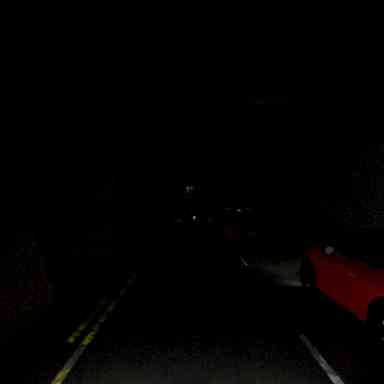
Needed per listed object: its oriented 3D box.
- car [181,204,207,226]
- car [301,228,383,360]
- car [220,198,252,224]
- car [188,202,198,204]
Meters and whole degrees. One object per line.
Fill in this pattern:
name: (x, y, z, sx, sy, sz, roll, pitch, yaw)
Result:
car: (0.135, 1.857, 26.101, 1.994, 1.385, 4.181, 0, -1, -1)
car: (3.605, 1.421, 6.016, 2.097, 1.767, 4.553, 0, -1, 0)
car: (3.628, 1.539, 28.216, 2.150, 2.045, 5.566, 0, -1, 0)
car: (0.136, 1.997, 41.987, 1.812, 1.442, 4.674, 0, 0, 0)
